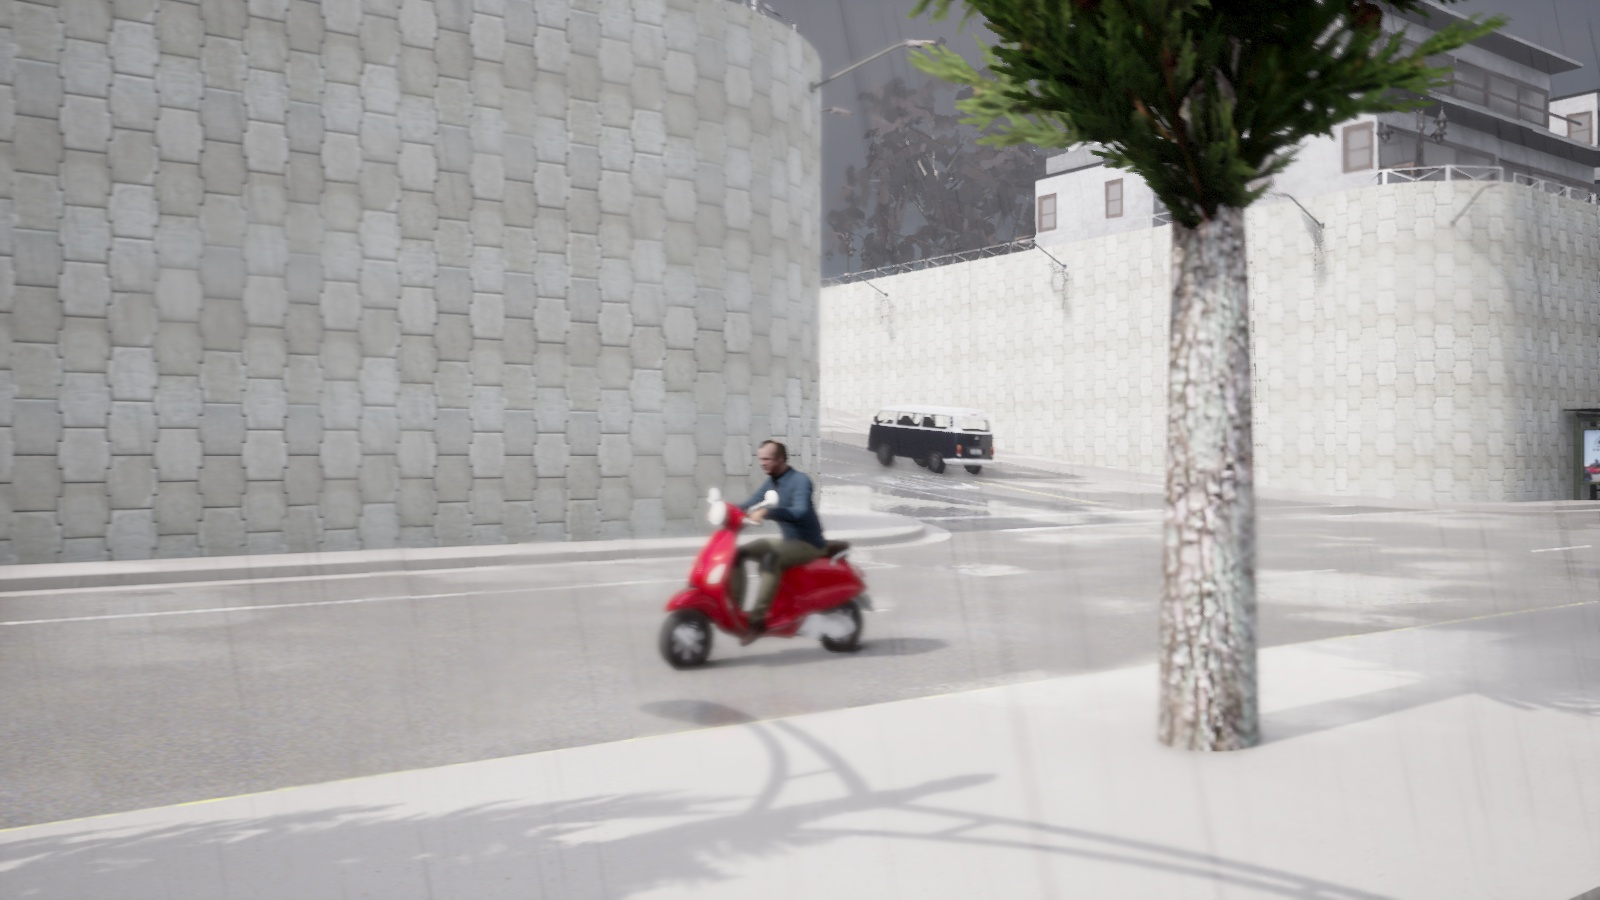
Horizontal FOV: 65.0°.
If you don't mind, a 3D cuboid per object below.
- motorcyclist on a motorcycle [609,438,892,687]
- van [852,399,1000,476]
[{"bbox_3d":[-0.332,0.721,8.910,1.817,1.590,0.866,0,0,-35],"label":"motorcyclist on a motorcycle"},{"bbox_3d":[3.880,-0.413,39.326,2.069,2.038,4.480,1,4,-35],"label":"van"}]
